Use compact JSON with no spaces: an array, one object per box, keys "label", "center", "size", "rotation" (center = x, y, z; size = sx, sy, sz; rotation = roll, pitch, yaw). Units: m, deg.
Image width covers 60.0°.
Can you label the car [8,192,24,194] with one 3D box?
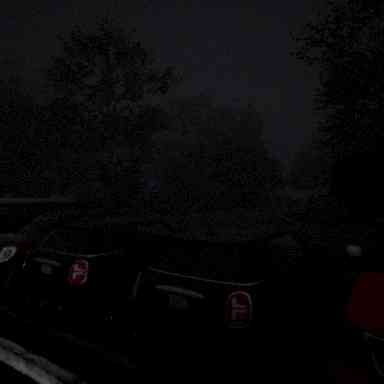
[{"label":"car","center":[-18.946,1.040,35.962],"size":[2.435,2.045,5.566],"rotation":[0,0,35]}]

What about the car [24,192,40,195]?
[{"label":"car","center":[-12.132,1.075,31.126],"size":[2.435,2.045,5.566],"rotation":[0,0,35]}]

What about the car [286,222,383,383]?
[{"label":"car","center":[3.346,1.228,4.110],"size":[2.435,2.045,5.566],"rotation":[0,0,35]}]

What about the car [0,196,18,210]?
[{"label":"car","center":[-23.489,1.306,39.183],"size":[2.163,1.488,4.792],"rotation":[0,0,35]}]

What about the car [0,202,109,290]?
[{"label":"car","center":[-3.479,1.308,9.025],"size":[2.185,1.767,4.553],"rotation":[0,0,35]}]

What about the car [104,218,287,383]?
[{"label":"car","center":[1.058,1.339,5.730],"size":[2.185,1.767,4.553],"rotation":[0,0,35]}]

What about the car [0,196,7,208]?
[{"label":"car","center":[-25.746,1.270,40.814],"size":[2.097,1.535,5.008],"rotation":[0,0,35]}]

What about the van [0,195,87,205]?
[{"label":"van","center":[-5.850,1.192,10.526],"size":[1.878,1.987,4.442],"rotation":[0,0,35]}]

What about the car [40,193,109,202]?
[{"label":"car","center":[-9.960,1.090,29.587],"size":[2.435,2.045,5.566],"rotation":[0,0,35]}]

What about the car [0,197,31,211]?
[{"label":"car","center":[-21.184,1.312,37.619],"size":[2.163,1.488,4.792],"rotation":[0,0,35]}]

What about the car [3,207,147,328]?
[{"label":"car","center":[-1.229,1.323,7.352],"size":[2.185,1.767,4.553],"rotation":[0,0,35]}]
